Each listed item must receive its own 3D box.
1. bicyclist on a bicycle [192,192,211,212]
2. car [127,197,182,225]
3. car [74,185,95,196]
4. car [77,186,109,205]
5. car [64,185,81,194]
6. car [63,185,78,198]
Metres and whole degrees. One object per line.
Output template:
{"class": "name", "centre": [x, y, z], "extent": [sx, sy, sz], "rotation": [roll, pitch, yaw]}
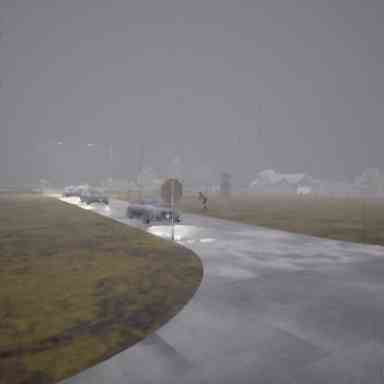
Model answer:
{"class": "bicyclist on a bicycle", "centre": [0.756, 0.792, 25.858], "extent": [1.656, 1.620, 0.582], "rotation": [0, 1, -29]}
{"class": "car", "centre": [-2.210, 0.982, 18.899], "extent": [1.994, 1.385, 4.181], "rotation": [1, 2, -30]}
{"class": "car", "centre": [-16.189, -0.215, 49.908], "extent": [2.128, 1.511, 4.902], "rotation": [1, 1, -29]}
{"class": "car", "centre": [-9.211, 0.413, 31.419], "extent": [1.837, 1.490, 4.892], "rotation": [1, 1, -29]}
{"class": "car", "centre": [-21.276, -0.488, 58.992], "extent": [2.033, 1.411, 5.357], "rotation": [1, 1, -29]}
{"class": "car", "centre": [-15.152, 0.014, 42.104], "extent": [1.812, 1.442, 4.674], "rotation": [1, 1, -29]}
